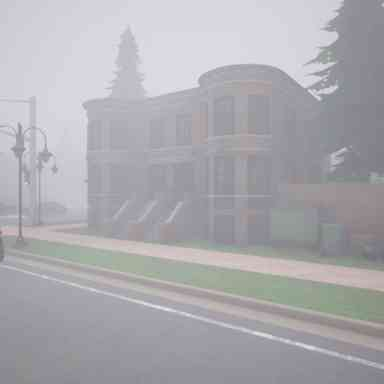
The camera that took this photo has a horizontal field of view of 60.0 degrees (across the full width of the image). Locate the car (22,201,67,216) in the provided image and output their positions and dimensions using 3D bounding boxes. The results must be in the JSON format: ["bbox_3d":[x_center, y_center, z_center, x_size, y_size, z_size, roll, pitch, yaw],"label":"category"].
[{"bbox_3d":[-14.647,1.563,33.088,1.994,1.385,4.181,0,0,34],"label":"car"}]

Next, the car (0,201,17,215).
[{"bbox_3d":[-19.670,1.600,31.950,1.895,1.301,4.718,0,0,35],"label":"car"}]

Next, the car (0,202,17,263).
[{"bbox_3d":[-7.366,1.221,9.223,5.566,2.045,2.150,0,0,36],"label":"car"}]
